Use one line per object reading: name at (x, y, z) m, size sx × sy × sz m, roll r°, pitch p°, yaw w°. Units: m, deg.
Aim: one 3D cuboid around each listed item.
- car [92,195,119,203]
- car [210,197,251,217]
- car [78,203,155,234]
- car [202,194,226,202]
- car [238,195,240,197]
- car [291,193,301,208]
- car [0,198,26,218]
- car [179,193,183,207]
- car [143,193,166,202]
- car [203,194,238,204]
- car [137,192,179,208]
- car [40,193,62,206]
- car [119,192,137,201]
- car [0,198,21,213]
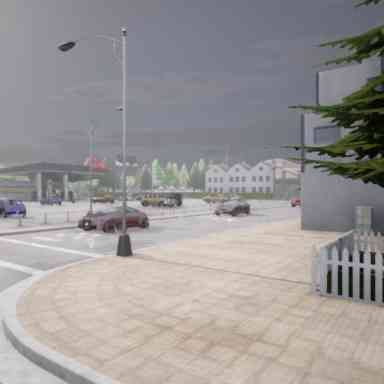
car at (-15.638, 1.268, 58.681) m, size 4.514 × 1.523 × 2.007 m, roll 0°, pitch 0°, yaw 36°
car at (3.888, 1.501, 30.814) m, size 1.812 × 1.442 × 4.674 m, roll 0°, pitch 0°, yaw 36°
car at (-4.446, 1.539, 19.358) m, size 1.994 × 1.385 × 4.181 m, roll 0°, pitch 0°, yaw 36°
car at (4.437, 1.275, 68.075) m, size 4.514 × 1.523 × 2.007 m, roll 0°, pitch 0°, yaw 36°
car at (7.988, 1.214, 60.969) m, size 3.806 × 1.475 × 1.970 m, roll 0°, pitch 0°, yaw 36°
car at (15.935, 1.204, 47.257) m, size 2.150 × 2.045 × 5.566 m, roll 0°, pitch 0°, yaw 36°
car at (-15.446, 1.355, 27.686) m, size 3.633 × 1.501 × 1.845 m, roll 0°, pitch 0°, yaw 36°
car at (-3.040, 1.059, 45.234) m, size 3.866 × 1.878 × 1.905 m, roll 0°, pitch 0°, yaw 36°
car at (-7.742, 1.068, 68.342) m, size 4.605 × 1.855 × 1.932 m, roll 0°, pitch 0°, yaw 36°
car at (4.478, 1.135, 55.586) m, size 5.027 × 1.636 × 2.152 m, roll 0°, pitch 0°, yaw 36°
car at (-4.414, 1.079, 42.641) m, size 4.605 × 1.855 × 1.932 m, roll 0°, pitch 0°, yaw 36°
car at (-21.545, 1.290, 50.621) m, size 3.633 × 1.501 × 1.845 m, roll 0°, pitch 0°, yaw 36°
car at (-14.625, 1.326, 73.294) m, size 3.806 × 1.475 × 1.970 m, roll 0°, pitch 0°, yaw 36°
car at (-19.699, 1.361, 34.458) m, size 3.806 × 1.475 × 1.970 m, roll 0°, pitch 0°, yaw 36°
